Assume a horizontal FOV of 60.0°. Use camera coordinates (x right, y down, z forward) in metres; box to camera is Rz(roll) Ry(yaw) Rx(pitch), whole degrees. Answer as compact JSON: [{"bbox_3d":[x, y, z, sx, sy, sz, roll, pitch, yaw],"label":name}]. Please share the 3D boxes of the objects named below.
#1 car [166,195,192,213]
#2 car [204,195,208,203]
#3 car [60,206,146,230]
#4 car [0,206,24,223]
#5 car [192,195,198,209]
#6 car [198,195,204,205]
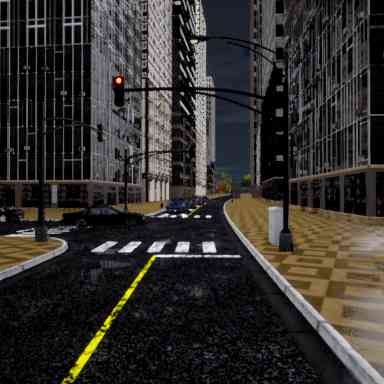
[{"bbox_3d":[-1.546,1.328,36.185,2.097,1.767,4.553,0,0,5],"label":"car"},{"bbox_3d":[2.230,1.403,69.430,2.128,1.511,4.902,0,0,8],"label":"car"},{"bbox_3d":[-5.736,1.631,21.770,5.357,1.411,2.033,-1,0,-11],"label":"car"},{"bbox_3d":[-16.426,1.854,28.068,4.403,1.369,2.008,-1,1,10],"label":"car"},{"bbox_3d":[-0.771,1.316,45.120,2.097,1.767,4.553,0,0,6],"label":"car"},{"bbox_3d":[0.320,1.296,55.290,2.097,1.767,4.553,0,0,7],"label":"car"}]
